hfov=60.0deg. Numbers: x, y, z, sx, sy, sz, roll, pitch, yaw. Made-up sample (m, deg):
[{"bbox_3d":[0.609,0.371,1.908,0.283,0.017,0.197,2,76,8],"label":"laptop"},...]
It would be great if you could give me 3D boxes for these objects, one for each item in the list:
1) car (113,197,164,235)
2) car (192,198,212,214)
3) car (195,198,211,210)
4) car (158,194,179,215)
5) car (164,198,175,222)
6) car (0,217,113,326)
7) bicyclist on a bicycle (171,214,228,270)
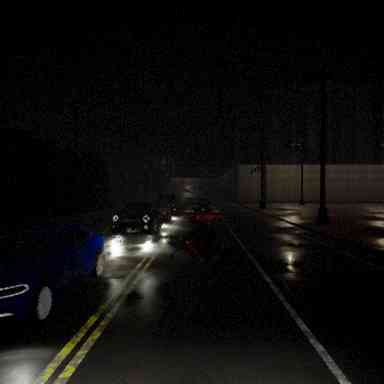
[{"bbox_3d":[-3.059,1.352,18.817,2.097,1.767,4.553,0,0,2],"label":"car"},{"bbox_3d":[1.129,1.526,34.729,1.812,1.442,4.674,0,0,1],"label":"car"},{"bbox_3d":[1.433,1.547,44.671,2.033,1.411,5.357,0,0,2],"label":"car"},{"bbox_3d":[-2.539,1.221,33.953,2.150,2.045,5.566,0,0,0],"label":"car"},{"bbox_3d":[-2.720,1.483,26.662,1.882,1.535,5.008,0,0,2],"label":"car"},{"bbox_3d":[-3.417,1.478,7.376,1.882,1.535,5.008,0,0,2],"label":"car"},{"bbox_3d":[0.190,1.455,9.564,1.656,1.620,0.582,-2,0,2],"label":"bicyclist on a bicycle"}]
